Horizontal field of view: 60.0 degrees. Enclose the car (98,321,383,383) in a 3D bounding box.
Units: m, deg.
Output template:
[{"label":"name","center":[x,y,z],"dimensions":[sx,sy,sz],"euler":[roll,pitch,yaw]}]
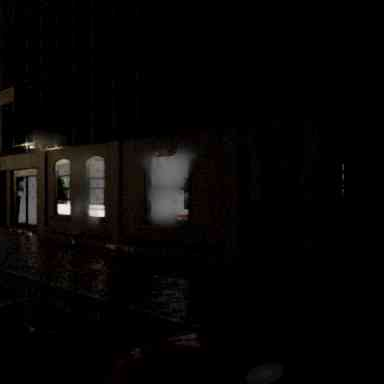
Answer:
[{"label":"car","center":[1.116,1.581,2.084],"dimensions":[4.206,1.307,1.802],"euler":[1,0,35]}]
